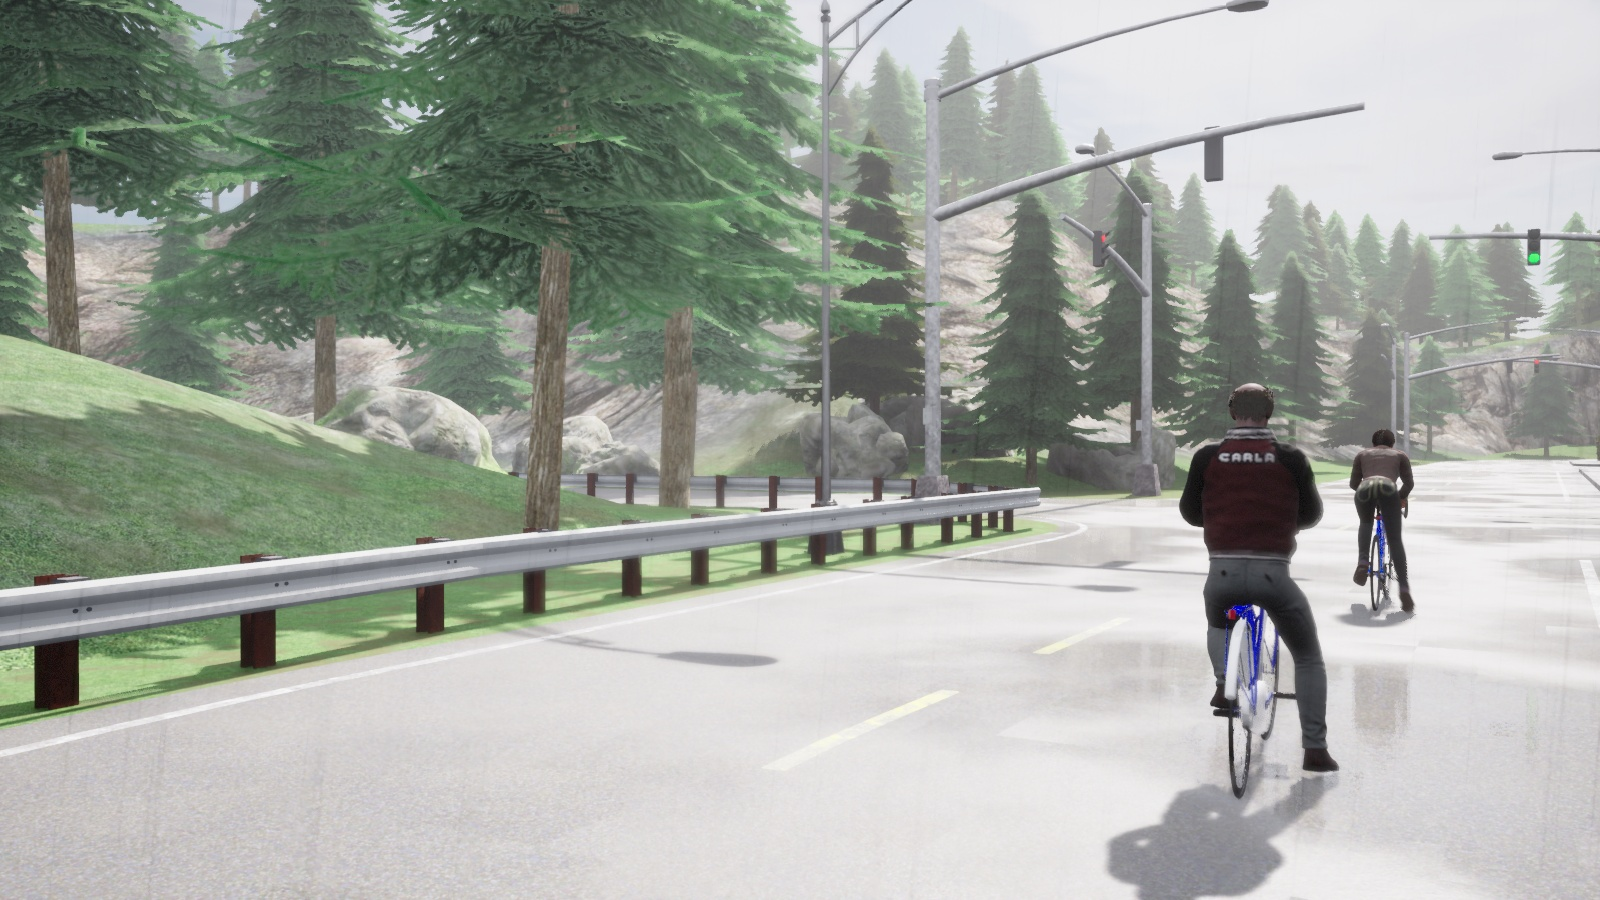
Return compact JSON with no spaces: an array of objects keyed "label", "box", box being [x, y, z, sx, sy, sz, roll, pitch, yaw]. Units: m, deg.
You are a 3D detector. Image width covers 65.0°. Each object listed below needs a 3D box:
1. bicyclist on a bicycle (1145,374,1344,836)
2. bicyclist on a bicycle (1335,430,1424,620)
[{"label":"bicyclist on a bicycle","box":[2.104,0.586,5.788,0.659,1.776,1.843,0,1,26]},{"label":"bicyclist on a bicycle","box":[5.350,0.638,11.554,0.582,1.620,1.656,0,0,30]}]
